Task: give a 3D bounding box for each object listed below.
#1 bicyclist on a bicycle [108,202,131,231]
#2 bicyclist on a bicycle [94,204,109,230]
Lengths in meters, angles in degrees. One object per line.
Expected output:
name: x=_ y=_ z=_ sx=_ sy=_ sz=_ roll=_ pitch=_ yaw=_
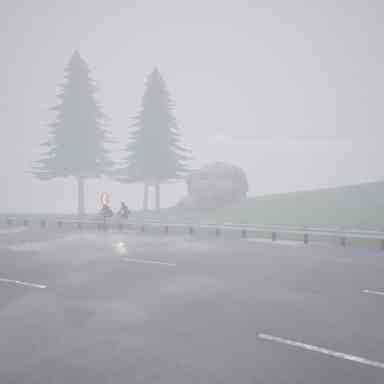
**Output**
bicyclist on a bicycle: x=-3.948 y=1.435 z=19.306 sx=0.582 sy=1.620 sz=1.656 roll=0 pitch=-5 yaw=23
bicyclist on a bicycle: x=-5.128 y=1.421 z=19.696 sx=0.582 sy=1.620 sz=1.656 roll=0 pitch=-3 yaw=36
